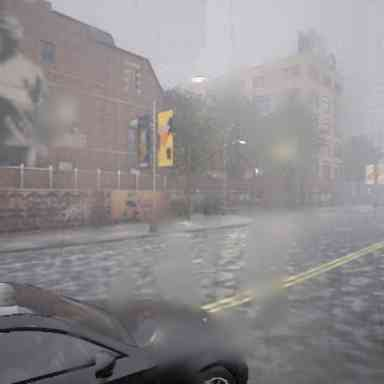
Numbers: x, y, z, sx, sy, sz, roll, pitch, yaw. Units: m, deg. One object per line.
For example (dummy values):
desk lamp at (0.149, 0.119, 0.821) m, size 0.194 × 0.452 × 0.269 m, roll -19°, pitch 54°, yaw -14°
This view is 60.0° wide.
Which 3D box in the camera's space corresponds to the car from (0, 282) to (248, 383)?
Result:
car at (-1.604, 1.547, 2.758) m, size 4.674 × 1.442 × 1.812 m, roll 0°, pitch 0°, yaw -36°
